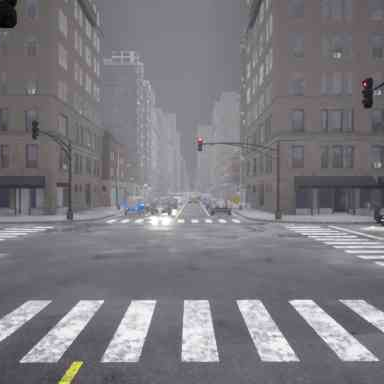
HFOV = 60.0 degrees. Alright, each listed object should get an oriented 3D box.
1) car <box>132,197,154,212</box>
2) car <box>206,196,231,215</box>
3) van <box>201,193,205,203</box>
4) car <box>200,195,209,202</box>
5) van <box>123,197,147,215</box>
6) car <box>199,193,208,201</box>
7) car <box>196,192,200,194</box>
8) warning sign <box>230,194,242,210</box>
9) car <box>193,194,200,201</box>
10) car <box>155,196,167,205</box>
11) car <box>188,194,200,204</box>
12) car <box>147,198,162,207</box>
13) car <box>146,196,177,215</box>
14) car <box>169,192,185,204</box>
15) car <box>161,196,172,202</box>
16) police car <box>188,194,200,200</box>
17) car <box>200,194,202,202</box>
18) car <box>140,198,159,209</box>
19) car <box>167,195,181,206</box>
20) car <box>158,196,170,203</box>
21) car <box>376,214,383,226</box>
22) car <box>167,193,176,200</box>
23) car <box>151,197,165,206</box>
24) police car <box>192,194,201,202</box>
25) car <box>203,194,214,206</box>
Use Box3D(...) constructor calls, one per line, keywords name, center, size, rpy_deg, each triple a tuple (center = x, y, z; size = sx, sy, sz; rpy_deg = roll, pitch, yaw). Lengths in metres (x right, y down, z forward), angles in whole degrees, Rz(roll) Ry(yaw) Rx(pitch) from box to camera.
Box3D(name="car", center=(-5.719, 1.443, 39.122), size=(1.967, 1.590, 4.097), rpy_deg=(0, 0, 0))
Box3D(name="car", center=(2.786, 1.442, 33.425), size=(1.967, 1.590, 4.097), rpy_deg=(0, 0, 0))
Box3D(name="van", center=(2.868, 1.344, 56.101), size=(1.690, 1.788, 3.998), rpy_deg=(0, 0, 0))
Box3D(name="car", center=(2.952, 1.437, 78.779), size=(1.967, 1.590, 4.097), rpy_deg=(0, 0, 0))
Box3D(name="van", center=(-5.740, 1.343, 33.454), size=(1.690, 1.788, 3.998), rpy_deg=(0, 0, 0))
Box3D(name="car", center=(2.972, 1.309, 84.448), size=(2.192, 1.841, 5.009), rpy_deg=(0, 0, 0))
Box3D(name="car", center=(0.263, 1.292, 72.998), size=(1.882, 1.535, 5.008), rpy_deg=(0, 0, 0))
Box3D(name="warning sign", center=(5.209, 1.118, 39.410), size=(1.300, 1.860, 1.060), rpy_deg=(0, 0, 0))
Box3D(name="car", center=(1.110, 1.448, 89.616), size=(1.801, 1.575, 5.366), rpy_deg=(0, 0, 0))
Box3D(name="car", center=(-5.637, 1.527, 61.625), size=(1.752, 1.417, 4.829), rpy_deg=(0, 0, 0))
Box3D(name="car", center=(0.227, 1.603, 63.024), size=(1.895, 1.301, 4.718), rpy_deg=(0, 0, 0))
Box3D(name="car", center=(-5.678, 1.585, 50.459), size=(1.802, 1.307, 4.206), rpy_deg=(0, 0, 0))
Box3D(name="car", center=(-2.984, 1.493, 33.593), size=(2.128, 1.511, 4.902), rpy_deg=(0, 0, 0))
Box3D(name="car", center=(-2.866, 1.213, 58.705), size=(2.150, 2.045, 5.566), rpy_deg=(0, 1, 0))
Box3D(name="car", center=(-5.595, 1.543, 73.131), size=(1.887, 1.381, 4.507), rpy_deg=(0, 0, 0))
Box3D(name="police car", center=(0.618, 1.415, 95.445), size=(1.930, 1.638, 5.238), rpy_deg=(0, 0, -16))
Box3D(name="car", center=(2.890, 1.527, 61.940), size=(1.752, 1.417, 4.829), rpy_deg=(0, 0, 0))
Box3D(name="car", center=(-5.698, 1.569, 44.790), size=(1.947, 1.339, 4.313), rpy_deg=(0, 0, 0))
Box3D(name="car", center=(-2.939, 1.495, 44.679), size=(2.128, 1.511, 4.902), rpy_deg=(0, 0, 0))
Box3D(name="car", center=(-5.615, 1.566, 67.463), size=(1.947, 1.339, 4.313), rpy_deg=(0, 0, 0))
Box3D(name="car", center=(13.887, 1.579, 20.768), size=(4.181, 1.385, 1.994), rpy_deg=(0, 0, 0))
Box3D(name="car", center=(-5.533, 1.307, 90.136), size=(2.192, 1.841, 5.009), rpy_deg=(0, 0, 0))
Box3D(name="car", center=(-5.657, 1.569, 56.127), size=(1.947, 1.339, 4.313), rpy_deg=(0, 0, 0))
Box3D(name="police car", center=(1.083, 1.422, 79.521), size=(1.930, 1.638, 5.238), rpy_deg=(0, 0, -1))
Box3D(name="car", center=(2.827, 1.443, 44.763), size=(1.967, 1.590, 4.097), rpy_deg=(0, 0, 0))
